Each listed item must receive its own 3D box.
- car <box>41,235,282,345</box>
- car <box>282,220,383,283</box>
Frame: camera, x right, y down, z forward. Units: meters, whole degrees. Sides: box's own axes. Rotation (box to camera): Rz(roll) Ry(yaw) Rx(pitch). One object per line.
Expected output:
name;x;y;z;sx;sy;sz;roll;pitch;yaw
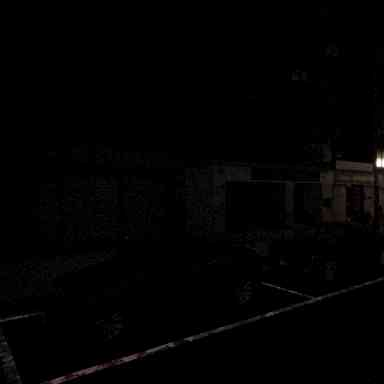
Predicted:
car;-0.515;1.566;6.397;4.313;1.339;1.947;0;0;-35
car;4.101;1.544;9.686;4.507;1.381;1.887;0;0;-35
